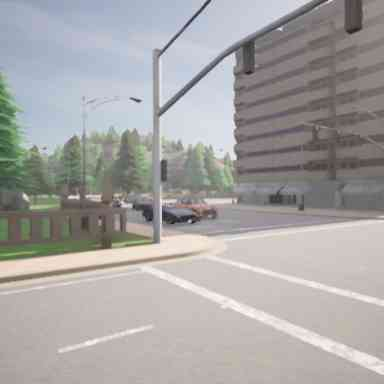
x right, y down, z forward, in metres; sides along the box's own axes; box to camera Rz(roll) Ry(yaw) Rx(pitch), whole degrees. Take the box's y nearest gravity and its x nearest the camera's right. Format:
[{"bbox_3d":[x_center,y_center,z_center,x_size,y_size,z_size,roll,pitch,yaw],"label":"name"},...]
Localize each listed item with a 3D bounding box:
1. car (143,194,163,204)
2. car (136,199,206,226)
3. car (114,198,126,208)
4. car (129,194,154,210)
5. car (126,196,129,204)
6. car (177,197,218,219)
[{"bbox_3d":[-6.907,1.177,59.359,2.097,1.767,4.553,0,0,12],"label":"car"},{"bbox_3d":[-1.617,1.443,23.009,2.033,1.411,5.357,0,0,-34],"label":"car"},{"bbox_3d":[-8.635,1.488,35.946,1.895,1.301,4.718,0,0,-19],"label":"car"},{"bbox_3d":[-5.769,1.350,38.485,1.882,1.535,5.008,0,1,-17],"label":"car"},{"bbox_3d":[-10.511,1.332,59.008,2.128,1.511,4.902,0,0,10],"label":"car"},{"bbox_3d":[0.160,1.233,26.820,2.097,1.767,4.553,0,0,-32],"label":"car"}]
